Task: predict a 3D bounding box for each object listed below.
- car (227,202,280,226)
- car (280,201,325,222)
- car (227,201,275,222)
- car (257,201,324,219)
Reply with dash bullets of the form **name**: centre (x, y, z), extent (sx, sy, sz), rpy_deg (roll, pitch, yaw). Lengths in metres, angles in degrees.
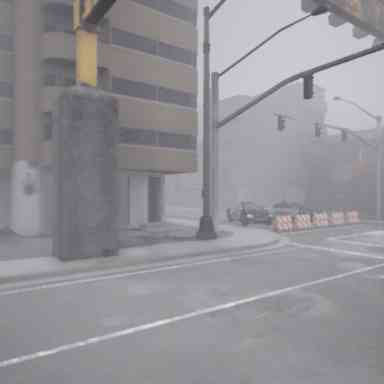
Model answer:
- **car**: centre (4.007, 1.476, 23.433), extent (2.038, 1.542, 4.974), rpy_deg (0, 0, -11)
- **car**: centre (7.581, 1.482, 25.585), extent (4.974, 1.542, 2.038), rpy_deg (0, 0, 34)
- **car**: centre (3.997, 1.319, 23.484), extent (1.853, 1.218, 4.536), rpy_deg (0, 0, -11)
- **car**: centre (7.538, 1.324, 25.614), extent (4.536, 1.218, 1.853), rpy_deg (0, 0, 34)
